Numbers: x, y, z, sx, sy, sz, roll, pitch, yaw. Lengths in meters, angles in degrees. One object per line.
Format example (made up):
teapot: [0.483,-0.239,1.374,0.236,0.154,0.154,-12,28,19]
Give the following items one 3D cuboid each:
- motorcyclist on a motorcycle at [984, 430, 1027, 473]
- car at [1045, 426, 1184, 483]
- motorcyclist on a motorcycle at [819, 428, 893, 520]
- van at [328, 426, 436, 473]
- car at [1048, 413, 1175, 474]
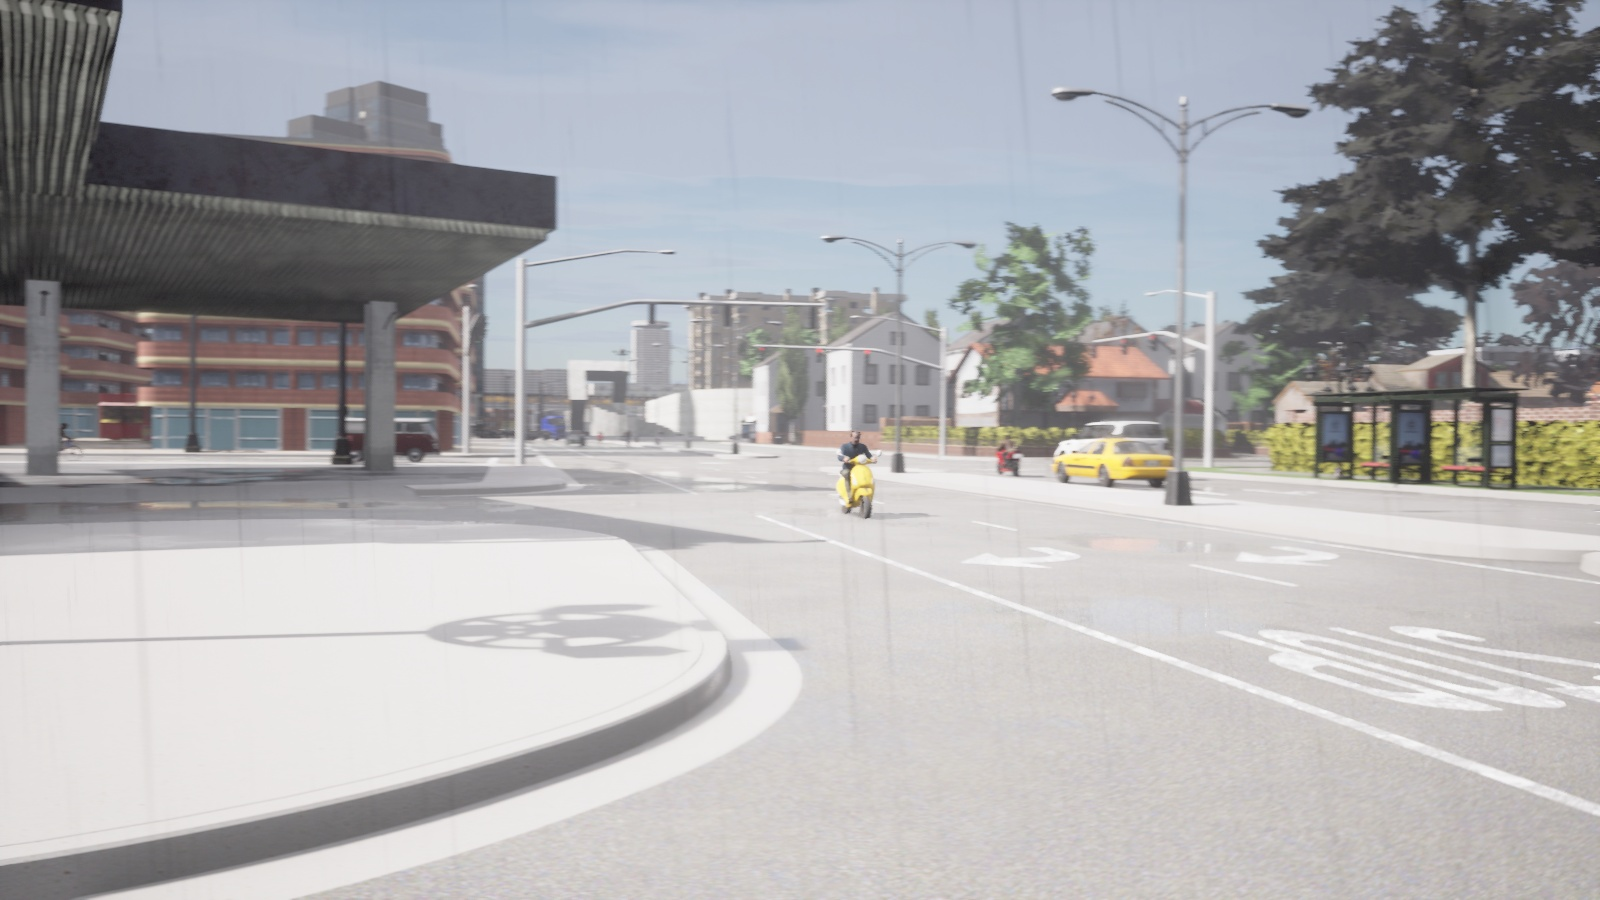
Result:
motorcyclist on a motorcycle: [7.479,0.037,45.784,0.797,1.523,2.044,-1,1,-13]
car: [9.338,0.090,37.834,1.801,1.575,5.366,-1,1,-13]
motorcyclist on a motorcycle: [1.002,0.410,22.970,0.866,1.590,1.817,-1,1,-13]
van: [-18.530,-0.043,55.847,4.442,1.987,1.775,-1,1,-14]
car: [11.155,-0.263,45.416,2.150,2.045,5.566,-1,1,-13]
